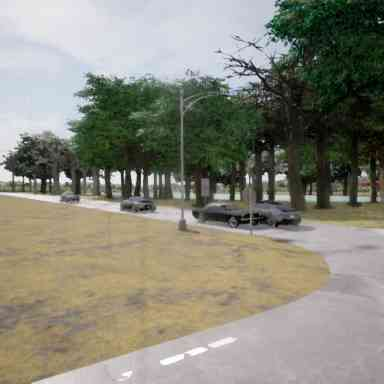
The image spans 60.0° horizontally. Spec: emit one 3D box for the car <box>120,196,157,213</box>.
[{"bbox_3d":[-4.921,1.109,30.188,1.994,1.385,4.181,-1,2,-36],"label":"car"}]

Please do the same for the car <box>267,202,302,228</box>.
[{"bbox_3d":[4.632,1.305,20.392,1.994,1.385,4.181,-1,2,-30],"label":"car"}]

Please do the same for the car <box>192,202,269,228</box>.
[{"bbox_3d":[2.102,1.353,20.499,1.895,1.301,4.718,-1,2,-37],"label":"car"}]

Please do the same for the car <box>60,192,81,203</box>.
[{"bbox_3d":[-17.496,0.729,47.732,1.837,1.490,4.892,-1,1,-35],"label":"car"}]
